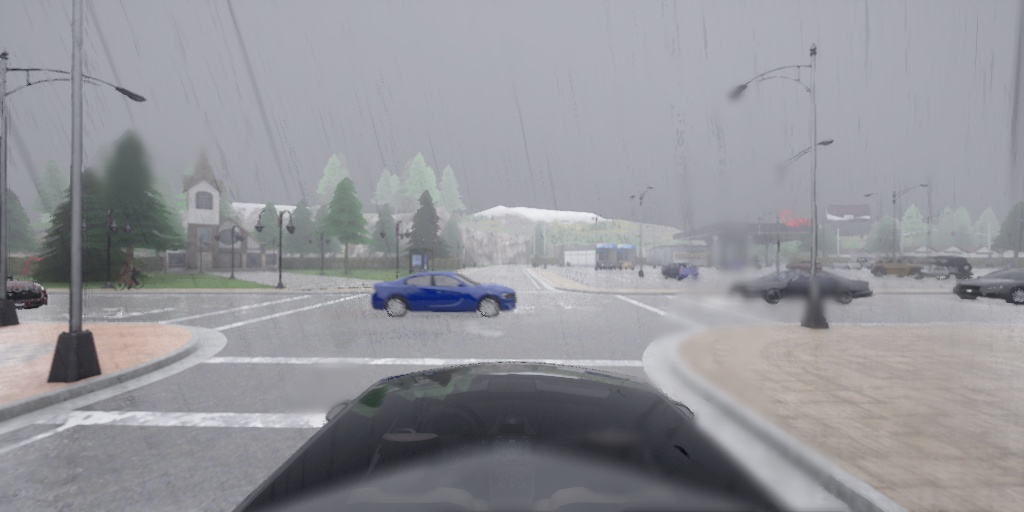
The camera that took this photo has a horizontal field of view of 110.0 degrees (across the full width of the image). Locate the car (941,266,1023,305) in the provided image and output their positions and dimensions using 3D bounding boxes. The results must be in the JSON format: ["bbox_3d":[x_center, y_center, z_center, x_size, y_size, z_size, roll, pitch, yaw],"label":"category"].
[{"bbox_3d":[22.893,1.325,16.037,4.892,1.490,1.837,0,0,1],"label":"car"}]

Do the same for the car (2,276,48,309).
[{"bbox_3d":[-19.845,1.149,12.846,4.553,1.767,2.097,0,0,1],"label":"car"}]

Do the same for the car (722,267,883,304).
[{"bbox_3d":[12.851,1.366,16.151,5.357,1.411,2.033,0,0,1],"label":"car"}]

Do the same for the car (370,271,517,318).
[{"bbox_3d":[-2.340,1.280,12.639,5.008,1.535,1.882,0,0,1],"label":"car"}]

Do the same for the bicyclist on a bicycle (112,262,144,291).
[{"bbox_3d":[-21.752,1.140,20.353,0.582,1.620,1.656,0,0,1],"label":"bicyclist on a bicycle"}]
